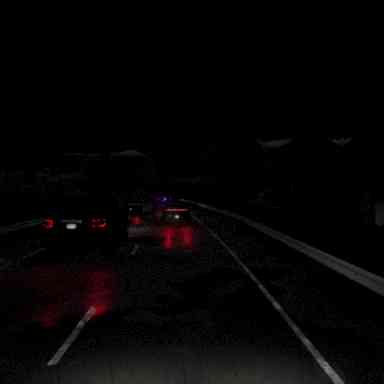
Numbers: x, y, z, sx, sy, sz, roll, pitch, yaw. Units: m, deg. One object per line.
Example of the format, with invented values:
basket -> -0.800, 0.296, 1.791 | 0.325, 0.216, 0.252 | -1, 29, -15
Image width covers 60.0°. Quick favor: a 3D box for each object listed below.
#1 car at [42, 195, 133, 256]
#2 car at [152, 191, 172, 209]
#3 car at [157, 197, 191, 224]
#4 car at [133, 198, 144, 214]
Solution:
car -> -3.848, 1.132, 12.892 | 2.150, 2.045, 5.566 | 0, 0, -3
car -> -3.613, 0.932, 41.093 | 2.150, 2.045, 5.566 | 0, 1, -11
car -> -1.160, 1.326, 23.213 | 2.128, 1.511, 4.902 | 0, 0, -5
car -> -5.605, 1.273, 31.265 | 2.128, 1.511, 4.902 | 0, 0, -7
